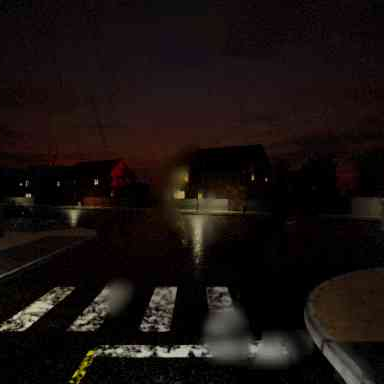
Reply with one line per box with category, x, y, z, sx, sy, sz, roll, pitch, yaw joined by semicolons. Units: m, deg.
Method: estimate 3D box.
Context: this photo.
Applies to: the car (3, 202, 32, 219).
car;-15.926;1.611;29.286;4.181;1.385;1.994;0;0;35
